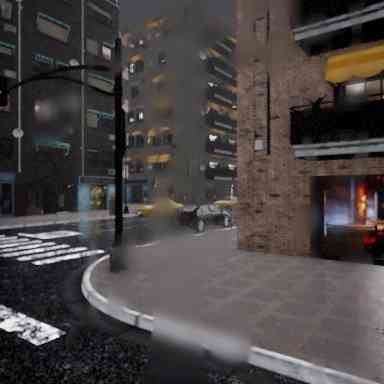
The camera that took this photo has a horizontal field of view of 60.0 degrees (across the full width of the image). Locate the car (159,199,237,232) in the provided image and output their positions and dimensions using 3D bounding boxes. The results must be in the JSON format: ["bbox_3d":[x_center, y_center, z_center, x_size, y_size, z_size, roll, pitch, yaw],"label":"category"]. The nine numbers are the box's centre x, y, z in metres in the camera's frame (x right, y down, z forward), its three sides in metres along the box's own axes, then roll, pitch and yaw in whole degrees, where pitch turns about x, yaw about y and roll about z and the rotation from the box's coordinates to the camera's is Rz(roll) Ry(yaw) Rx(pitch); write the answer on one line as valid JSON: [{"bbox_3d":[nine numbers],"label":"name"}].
[{"bbox_3d":[0.545,1.331,18.350,2.008,1.369,4.403,1,1,36],"label":"car"}]

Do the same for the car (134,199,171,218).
[{"bbox_3d":[-2.614,1.250,27.408,1.752,1.417,4.829,1,1,36],"label":"car"}]

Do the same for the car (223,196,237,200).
[{"bbox_3d":[4.053,1.109,36.582,1.752,1.417,4.829,1,1,36],"label":"car"}]
